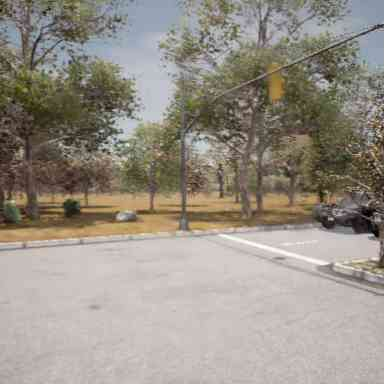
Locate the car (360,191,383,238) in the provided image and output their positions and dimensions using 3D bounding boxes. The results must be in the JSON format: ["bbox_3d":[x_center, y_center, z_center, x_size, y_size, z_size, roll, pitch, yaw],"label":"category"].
[{"bbox_3d":[10.599,1.093,15.203,5.566,2.045,2.150,0,2,-28],"label":"car"}]

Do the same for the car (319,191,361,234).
[{"bbox_3d":[9.431,0.997,17.973,5.566,2.045,2.150,0,2,-28],"label":"car"}]
